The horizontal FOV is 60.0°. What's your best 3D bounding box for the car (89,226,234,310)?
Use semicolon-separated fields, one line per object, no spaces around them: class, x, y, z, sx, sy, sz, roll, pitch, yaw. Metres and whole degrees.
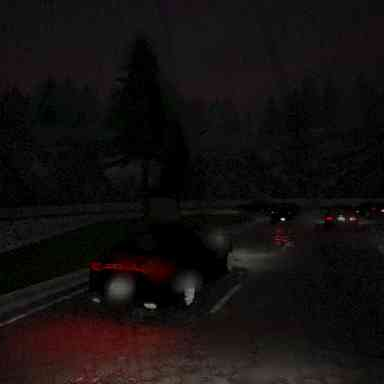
car;-0.390;1.568;8.244;1.882;1.535;5.008;-2;-1;22

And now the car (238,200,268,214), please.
car;7.492;1.637;38.281;1.882;1.535;5.008;0;-1;-42

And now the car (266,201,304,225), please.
car;6.977;1.545;24.257;1.837;1.490;4.892;-2;0;23

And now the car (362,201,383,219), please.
car;14.988;1.416;27.746;1.994;1.385;4.181;-1;-1;5

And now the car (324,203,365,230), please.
car;9.161;1.491;20.443;2.033;1.411;5.357;-2;-1;25
